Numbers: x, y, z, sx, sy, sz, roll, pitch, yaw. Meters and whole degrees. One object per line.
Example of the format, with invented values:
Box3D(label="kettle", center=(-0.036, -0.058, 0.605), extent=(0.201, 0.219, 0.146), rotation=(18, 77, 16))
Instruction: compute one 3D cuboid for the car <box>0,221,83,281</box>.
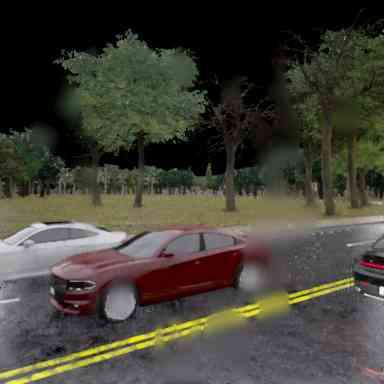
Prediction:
Box3D(label="car", center=(-3.907, 1.534, 8.883), extent=(4.674, 1.442, 1.812), rotation=(0, 0, -36))

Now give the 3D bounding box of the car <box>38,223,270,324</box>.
Box3D(label="car", center=(-0.444, 1.494, 7.363), extent=(5.008, 1.535, 1.882), rotation=(0, 0, -36))

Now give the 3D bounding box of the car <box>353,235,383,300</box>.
Box3D(label="car", center=(5.484, 1.543, 7.360), extent=(4.892, 1.490, 1.837), rotation=(0, 0, -36))
